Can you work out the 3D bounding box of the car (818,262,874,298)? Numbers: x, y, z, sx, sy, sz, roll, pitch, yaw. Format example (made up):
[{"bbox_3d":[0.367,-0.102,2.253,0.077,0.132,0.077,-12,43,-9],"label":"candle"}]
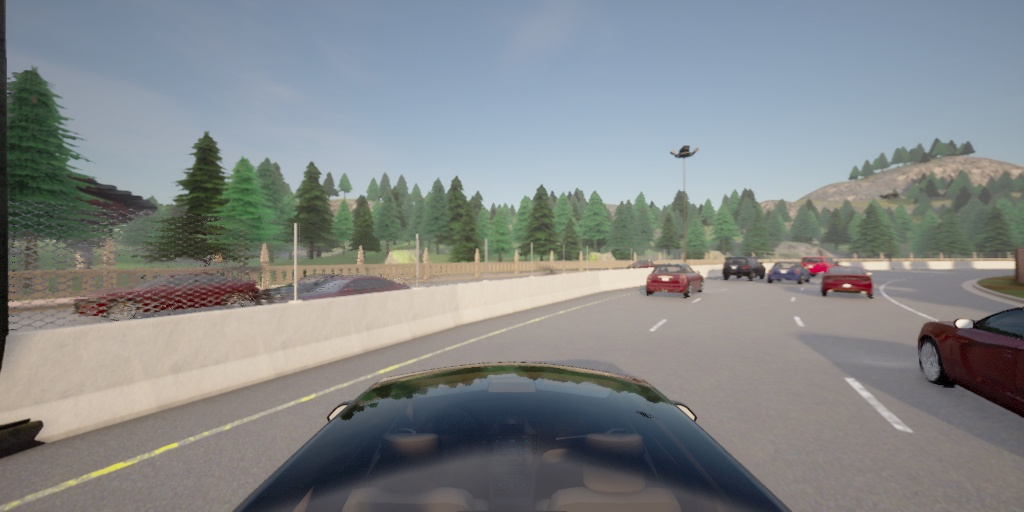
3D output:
[{"bbox_3d":[17.676,1.273,18.998,1.882,1.535,5.008,-1,0,42],"label":"car"}]

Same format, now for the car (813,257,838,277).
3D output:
[{"bbox_3d":[29.200,1.071,34.044,5.566,2.045,2.150,0,0,-36],"label":"car"}]

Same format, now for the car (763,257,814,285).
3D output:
[{"bbox_3d":[21.312,1.188,27.543,4.553,1.767,2.097,0,0,-43],"label":"car"}]

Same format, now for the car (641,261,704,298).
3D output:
[{"bbox_3d":[8.956,1.183,19.545,2.097,1.767,4.553,0,0,38],"label":"car"}]

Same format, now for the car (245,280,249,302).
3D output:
[{"bbox_3d":[-7.690,1.419,14.318,1.994,1.385,4.181,0,0,31],"label":"car"}]

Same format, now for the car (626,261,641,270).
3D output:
[{"bbox_3d":[16.952,1.387,47.058,4.553,1.767,2.097,0,0,-37],"label":"car"}]

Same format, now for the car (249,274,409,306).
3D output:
[{"bbox_3d":[-5.289,1.354,11.536,1.812,1.442,4.674,-1,-1,31],"label":"car"}]

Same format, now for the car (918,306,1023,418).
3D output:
[{"bbox_3d":[6.540,1.217,3.751,1.882,1.535,5.008,-1,-1,29],"label":"car"}]

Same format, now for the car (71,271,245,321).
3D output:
[{"bbox_3d":[-12.362,1.342,13.271,1.882,1.535,5.008,0,-1,30],"label":"car"}]

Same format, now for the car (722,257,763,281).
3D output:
[{"bbox_3d":[20.450,1.084,31.547,5.566,2.045,2.150,0,-1,-41],"label":"car"}]
